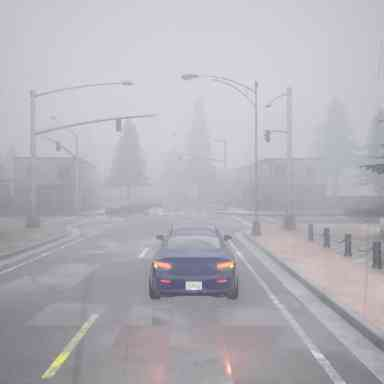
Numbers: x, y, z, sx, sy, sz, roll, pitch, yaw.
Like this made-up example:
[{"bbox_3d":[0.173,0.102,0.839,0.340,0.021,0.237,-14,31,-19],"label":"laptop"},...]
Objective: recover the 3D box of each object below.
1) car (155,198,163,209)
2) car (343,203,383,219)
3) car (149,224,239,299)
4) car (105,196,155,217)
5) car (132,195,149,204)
[{"bbox_3d":[-5.079,1.513,45.593,2.033,1.411,5.357,0,0,-8],"label":"car"},{"bbox_3d":[15.459,1.585,28.173,4.718,1.301,1.895,0,0,2],"label":"car"},{"bbox_3d":[0.045,1.526,8.305,1.812,1.442,4.674,0,0,0],"label":"car"},{"bbox_3d":[-5.955,1.454,31.161,1.882,1.535,5.008,1,1,28],"label":"car"},{"bbox_3d":[-9.670,1.443,62.002,1.882,1.535,5.008,0,0,-23],"label":"car"}]
